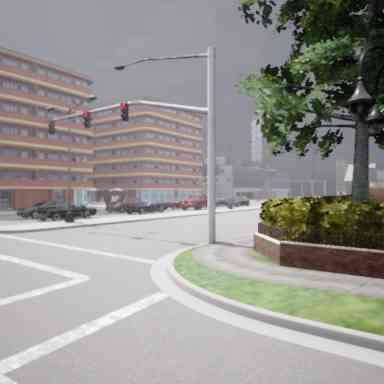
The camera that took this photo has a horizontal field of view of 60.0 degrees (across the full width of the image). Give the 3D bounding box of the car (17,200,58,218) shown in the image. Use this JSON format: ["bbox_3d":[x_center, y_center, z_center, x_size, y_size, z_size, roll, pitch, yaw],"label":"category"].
[{"bbox_3d":[-12.673,1.484,29.093,1.837,1.490,4.892,0,0,36],"label":"car"}]

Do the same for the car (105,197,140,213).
[{"bbox_3d":[-7.286,1.331,36.518,2.097,1.767,4.553,0,0,35],"label":"car"}]

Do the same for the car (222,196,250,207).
[{"bbox_3d":[6.924,1.334,50.109,2.097,1.767,4.553,0,0,36],"label":"car"}]

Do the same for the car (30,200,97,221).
[{"bbox_3d":[-10.065,1.583,26.765,1.895,1.301,4.718,0,0,33],"label":"car"}]

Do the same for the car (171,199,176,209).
[{"bbox_3d":[-2.048,1.580,43.745,1.895,1.301,4.718,0,0,36],"label":"car"}]

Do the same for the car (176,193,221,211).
[{"bbox_3d":[0.889,1.204,41.830,2.150,2.045,5.566,0,0,36],"label":"car"}]

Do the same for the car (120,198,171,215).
[{"bbox_3d":[-4.670,1.581,34.174,1.895,1.301,4.718,0,0,36],"label":"car"}]
